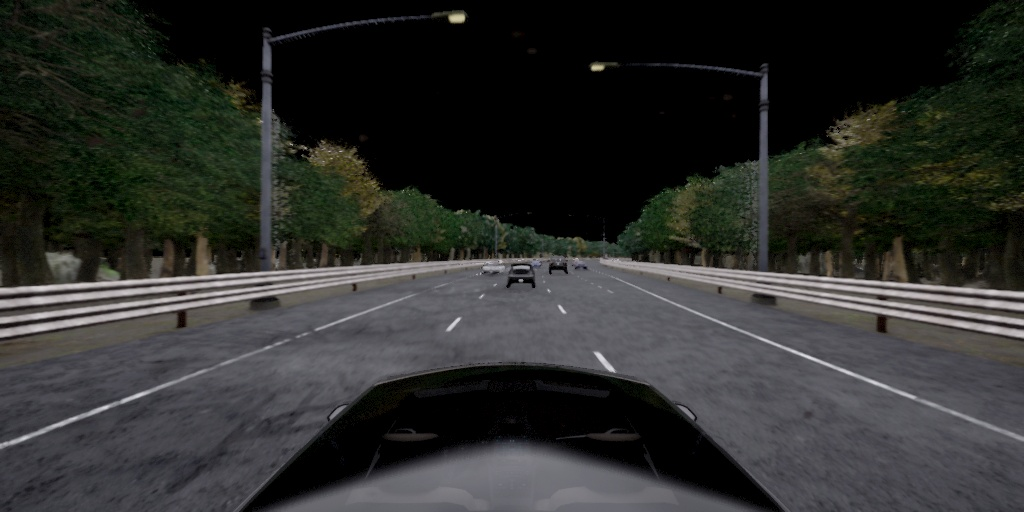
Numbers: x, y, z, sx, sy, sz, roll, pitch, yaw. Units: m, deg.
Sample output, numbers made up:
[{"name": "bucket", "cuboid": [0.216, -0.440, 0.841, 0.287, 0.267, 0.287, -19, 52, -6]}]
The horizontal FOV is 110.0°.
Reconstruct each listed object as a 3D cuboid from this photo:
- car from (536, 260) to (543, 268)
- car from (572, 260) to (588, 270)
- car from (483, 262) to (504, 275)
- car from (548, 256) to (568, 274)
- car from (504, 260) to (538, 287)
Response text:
[{"name": "car", "cuboid": [4.304, 1.364, 62.246, 2.033, 1.411, 5.357, 0, 0, 9]}, {"name": "car", "cuboid": [10.227, 1.442, 53.495, 1.895, 1.301, 4.718, 0, 0, 8]}, {"name": "car", "cuboid": [-1.941, 1.358, 39.826, 1.895, 1.301, 4.718, 0, 0, 6]}, {"name": "car", "cuboid": [5.502, 1.023, 42.960, 2.150, 2.045, 5.566, 0, 0, 6]}, {"name": "car", "cuboid": [0.688, 1.268, 24.614, 1.837, 1.490, 4.892, 0, 0, 3]}]
